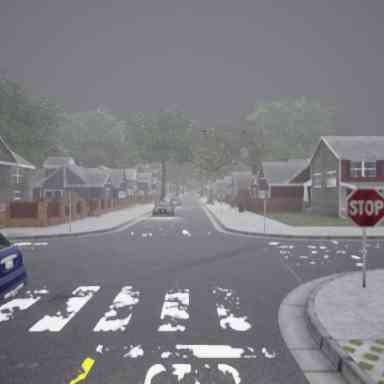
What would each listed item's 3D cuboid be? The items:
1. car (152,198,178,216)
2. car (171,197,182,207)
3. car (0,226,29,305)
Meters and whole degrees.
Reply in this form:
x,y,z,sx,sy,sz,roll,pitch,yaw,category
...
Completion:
x,y,z,sx,sy,sz,roll,pitch,yaw,category
-2.653,1.569,31.832,1.994,1.385,4.181,0,0,0,car
-2.590,1.494,52.331,2.128,1.511,4.902,0,0,0,car
-5.715,1.322,6.318,4.553,1.767,2.097,4,-1,-8,car
